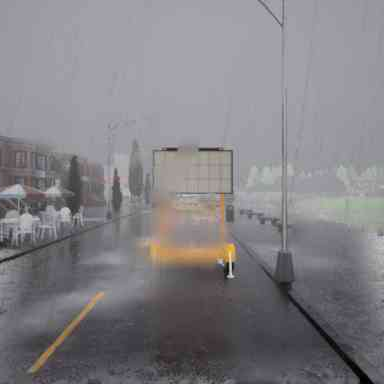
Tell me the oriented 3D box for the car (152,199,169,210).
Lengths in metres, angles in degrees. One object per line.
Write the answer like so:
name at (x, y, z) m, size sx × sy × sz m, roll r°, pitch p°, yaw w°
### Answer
car at (-3.999, 1.600, 43.107) m, size 1.895 × 1.301 × 4.718 m, roll 0°, pitch 0°, yaw 0°

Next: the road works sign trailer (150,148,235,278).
road works sign trailer at (0.024, 0.464, 10.141) m, size 2.380 × 3.560 × 2.880 m, roll 0°, pitch 0°, yaw 0°

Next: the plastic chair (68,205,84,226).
plastic chair at (-7.396, 1.505, 21.185) m, size 0.730 × 1.271 × 0.750 m, roll 0°, pitch 0°, yaw -40°
